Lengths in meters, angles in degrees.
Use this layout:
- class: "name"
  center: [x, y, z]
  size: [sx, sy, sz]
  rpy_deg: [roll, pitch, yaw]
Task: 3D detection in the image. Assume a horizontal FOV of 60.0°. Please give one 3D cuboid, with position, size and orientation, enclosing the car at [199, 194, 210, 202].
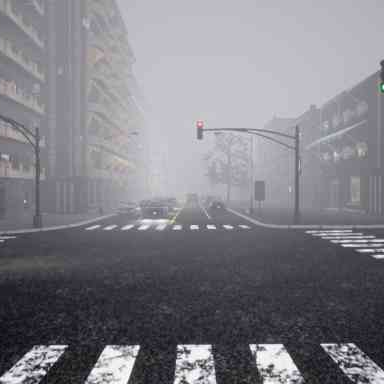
- class: "car"
  center: [2.708, 1.280, 74.410]
  size: [2.192, 1.841, 5.009]
  rpy_deg: [0, 0, 0]

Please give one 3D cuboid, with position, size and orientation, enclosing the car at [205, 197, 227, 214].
- class: "car"
  center: [2.698, 1.555, 35.675]
  size: [1.947, 1.339, 4.313]
  rpy_deg: [0, 0, 0]

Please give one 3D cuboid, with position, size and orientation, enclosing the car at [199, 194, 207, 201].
- class: "car"
  center: [2.712, 1.396, 85.476]
  size: [1.967, 1.590, 4.097]
  rpy_deg: [0, 0, 0]

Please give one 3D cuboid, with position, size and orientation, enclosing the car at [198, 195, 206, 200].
- class: "car"
  center: [2.715, 1.496, 91.010]
  size: [1.887, 1.381, 4.507]
  rpy_deg: [0, 0, 0]

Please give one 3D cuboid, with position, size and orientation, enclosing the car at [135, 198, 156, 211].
- class: "car"
  center: [-5.680, 1.531, 41.218]
  size: [1.887, 1.381, 4.507]
  rpy_deg: [0, 0, 0]

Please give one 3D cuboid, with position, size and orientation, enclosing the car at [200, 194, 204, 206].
- class: "car"
  center: [2.702, 1.420, 52.276]
  size: [1.967, 1.590, 4.097]
  rpy_deg: [0, 0, 0]

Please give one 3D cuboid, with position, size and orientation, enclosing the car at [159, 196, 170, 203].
- class: "car"
  center: [-5.672, 1.551, 68.886]
  size: [1.802, 1.307, 4.206]
  rpy_deg: [0, 0, 0]

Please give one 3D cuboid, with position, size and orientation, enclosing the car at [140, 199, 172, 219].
- class: "car"
  center: [-3.100, 1.556, 29.311]
  size: [1.994, 1.385, 4.181]
  rpy_deg: [0, 0, -1]

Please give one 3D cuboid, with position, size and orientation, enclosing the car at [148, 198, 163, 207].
- class: "car"
  center: [-5.677, 1.562, 52.286]
  size: [1.802, 1.307, 4.206]
  rpy_deg: [0, 0, 0]

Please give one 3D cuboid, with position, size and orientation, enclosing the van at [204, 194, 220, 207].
- class: "van"
  center: [2.698, 1.327, 41.208]
  size: [1.690, 1.788, 3.998]
  rpy_deg: [0, 0, 0]

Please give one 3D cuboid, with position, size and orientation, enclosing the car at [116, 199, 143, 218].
- class: "car"
  center: [-5.684, 1.542, 30.151]
  size: [2.008, 1.369, 4.403]
  rpy_deg: [0, 0, 0]

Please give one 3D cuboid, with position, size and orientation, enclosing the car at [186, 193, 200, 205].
- class: "car"
  center: [0.117, 1.198, 59.018]
  size: [2.150, 2.045, 5.566]
  rpy_deg: [0, 0, 0]

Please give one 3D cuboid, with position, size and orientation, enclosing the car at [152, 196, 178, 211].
- class: "car"
  center: [-3.087, 1.535, 38.659]
  size: [2.033, 1.411, 5.357]
  rpy_deg: [0, 0, 0]

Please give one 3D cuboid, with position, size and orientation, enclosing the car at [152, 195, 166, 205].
- class: "car"
  center: [-5.677, 1.417, 57.819]
  size: [1.967, 1.590, 4.097]
  rpy_deg: [0, 0, 0]
